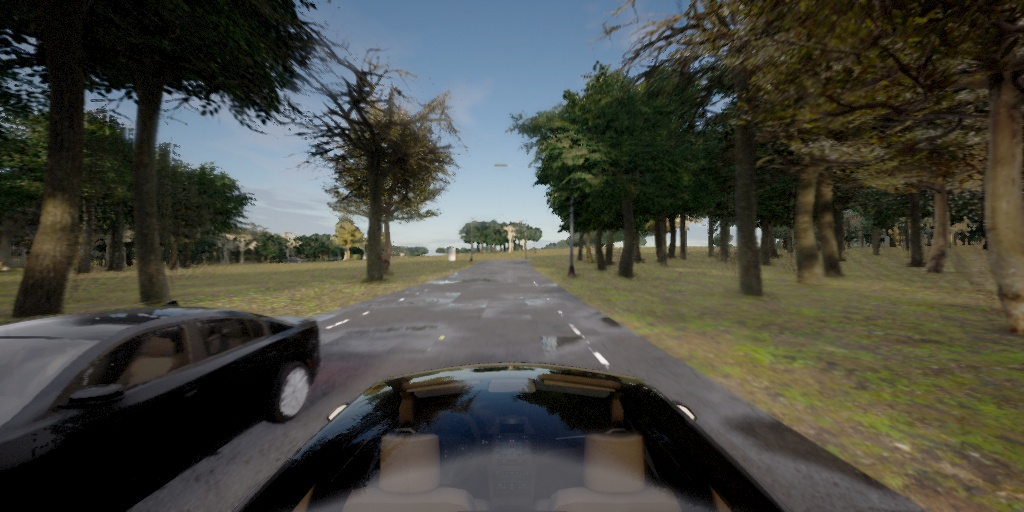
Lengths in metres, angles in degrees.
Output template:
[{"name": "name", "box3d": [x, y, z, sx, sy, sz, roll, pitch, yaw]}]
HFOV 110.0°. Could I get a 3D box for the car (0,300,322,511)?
[{"name": "car", "box3d": [-3.598, 1.229, 2.964, 1.882, 1.535, 5.008, 0, 0, 0]}]
